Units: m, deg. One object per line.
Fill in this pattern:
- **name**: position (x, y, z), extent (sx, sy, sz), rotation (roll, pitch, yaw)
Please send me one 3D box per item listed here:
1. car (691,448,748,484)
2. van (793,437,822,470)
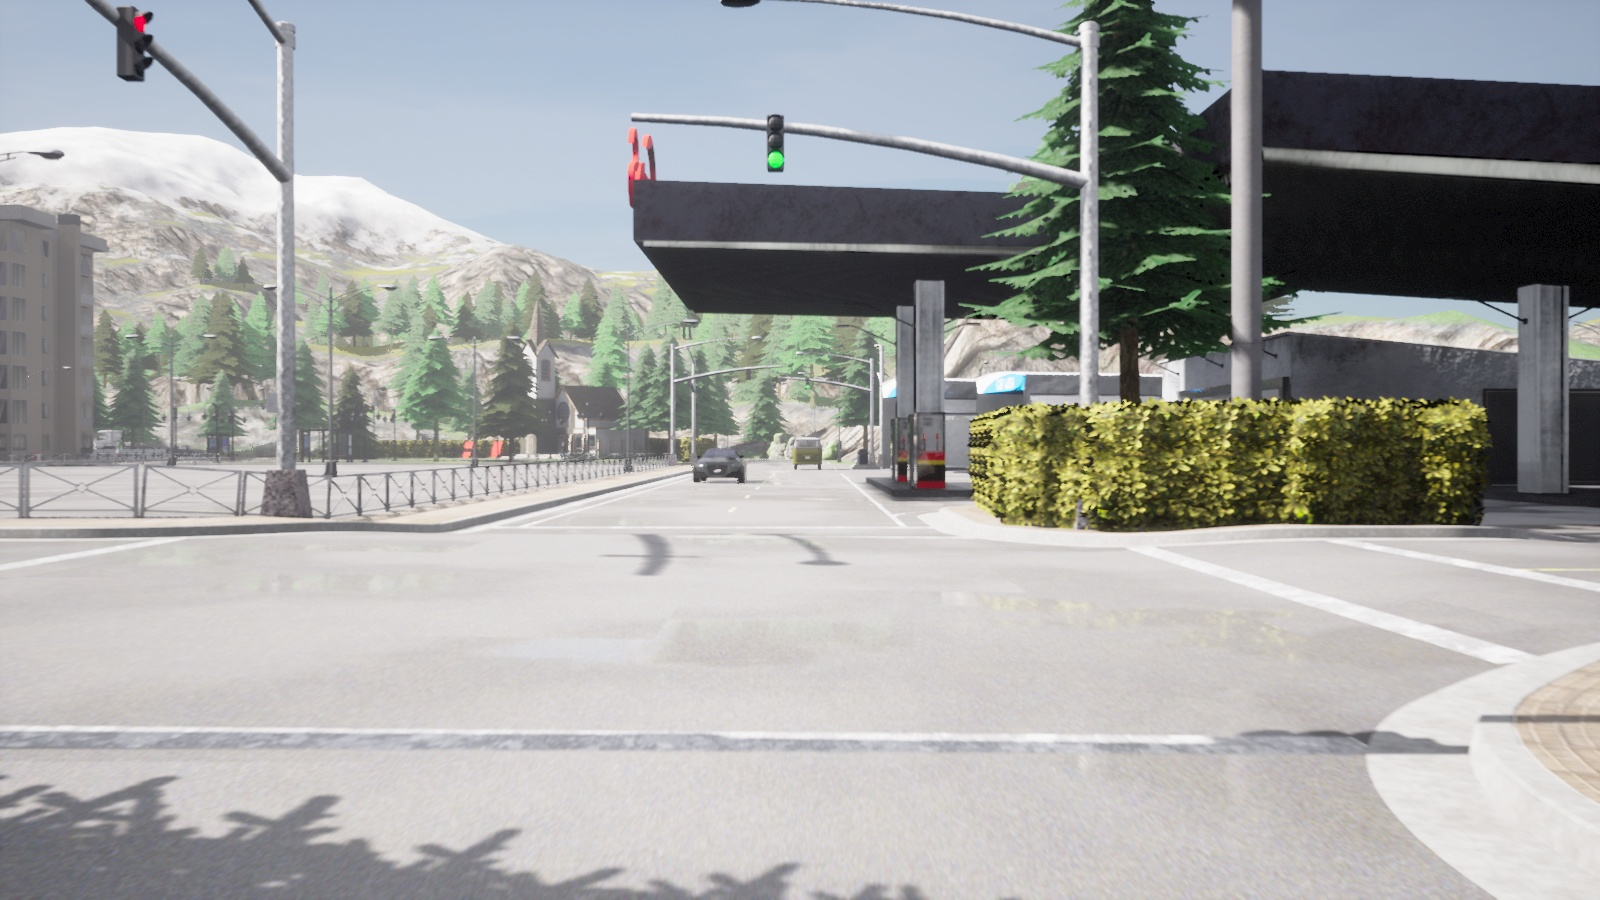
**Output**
- **car**: position (-3.192, 0.616, 50.405), extent (1.994, 1.385, 4.181), rotation (0, 0, 0)
- **van**: position (0.467, 0.205, 77.712), extent (1.775, 1.987, 4.442), rotation (0, 0, 0)
